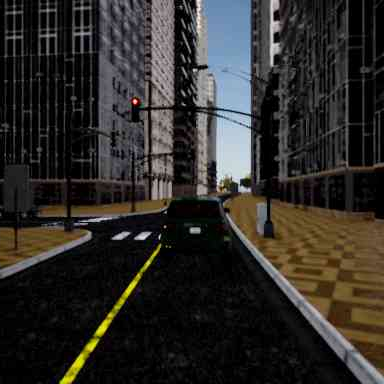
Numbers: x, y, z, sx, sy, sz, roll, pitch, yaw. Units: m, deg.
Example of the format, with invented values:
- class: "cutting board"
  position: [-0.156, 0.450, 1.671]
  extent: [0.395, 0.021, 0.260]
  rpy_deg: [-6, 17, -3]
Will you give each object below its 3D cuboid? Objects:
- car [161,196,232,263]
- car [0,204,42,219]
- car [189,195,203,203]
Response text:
- class: "car"
  position: [0.220, 1.173, 12.008]
  extent: [2.150, 2.045, 5.566]
  rpy_deg: [0, 0, 3]
- class: "car"
  position: [-16.280, 1.736, 31.138]
  extent: [4.403, 1.369, 2.008]
  rpy_deg: [-1, 1, 10]
- class: "car"
  position: [0.811, 1.317, 59.964]
  extent: [1.895, 1.301, 4.718]
  rpy_deg: [0, 0, 8]
